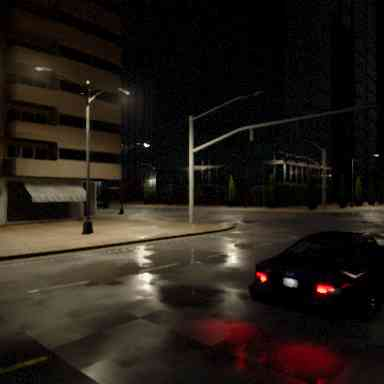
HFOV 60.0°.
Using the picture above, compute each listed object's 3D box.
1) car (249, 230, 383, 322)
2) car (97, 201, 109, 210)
[{"bbox_3d":[3.442,1.587,7.396,5.357,1.411,2.033,0,0,-45],"label":"car"},{"bbox_3d":[-14.505,1.987,50.305,4.718,1.301,1.895,0,0,43],"label":"car"}]
